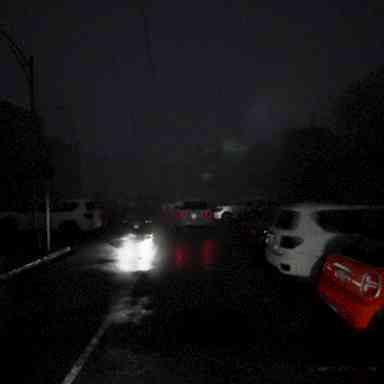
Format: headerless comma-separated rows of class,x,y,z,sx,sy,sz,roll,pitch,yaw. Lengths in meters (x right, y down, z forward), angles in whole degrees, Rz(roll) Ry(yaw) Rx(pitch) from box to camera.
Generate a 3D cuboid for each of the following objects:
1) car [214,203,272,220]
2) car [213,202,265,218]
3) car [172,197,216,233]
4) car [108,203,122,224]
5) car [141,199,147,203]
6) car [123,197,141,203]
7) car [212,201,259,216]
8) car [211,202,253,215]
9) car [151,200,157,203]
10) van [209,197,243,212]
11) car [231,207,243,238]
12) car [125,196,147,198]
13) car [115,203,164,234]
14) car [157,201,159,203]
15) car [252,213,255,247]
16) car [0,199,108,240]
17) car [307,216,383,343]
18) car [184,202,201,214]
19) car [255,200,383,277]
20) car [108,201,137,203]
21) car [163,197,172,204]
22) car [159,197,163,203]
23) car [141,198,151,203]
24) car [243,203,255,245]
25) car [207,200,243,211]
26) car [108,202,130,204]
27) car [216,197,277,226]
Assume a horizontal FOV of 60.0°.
car,4.652,1.767,30.701,5.008,1.535,2.097,0,-1,0
car,4.665,1.794,33.494,4.892,1.521,2.231,0,-1,0
car,0.106,1.423,21.286,2.150,2.045,5.566,0,0,0
car,-7.671,1.741,23.537,4.674,1.452,2.002,0,-1,0
car,-7.677,1.811,35.289,4.892,1.521,2.231,0,-1,0
car,-7.703,1.659,32.478,4.553,1.767,2.185,0,-1,0
car,4.653,1.821,36.412,4.892,1.521,2.231,0,-1,0
car,4.662,1.885,39.081,4.674,1.452,2.002,0,-1,0
car,-7.484,1.863,41.291,5.366,1.575,1.946,0,-1,0
van,4.545,1.665,44.667,4.442,1.987,1.878,0,0,0
car,4.624,1.666,16.734,4.792,1.488,2.163,0,-1,0
car,-7.638,1.763,44.234,4.553,1.767,2.185,0,0,0
car,-3.094,1.688,20.916,2.128,1.511,4.902,0,-1,0
car,-7.673,1.893,47.063,5.008,1.535,2.097,0,0,0
car,4.682,1.614,11.145,4.792,1.488,2.163,0,-1,0
car,-7.704,1.396,17.788,5.566,2.045,2.435,0,-1,0
car,4.620,1.407,5.559,4.553,1.767,2.185,0,-1,0
car,0.111,1.950,41.329,1.994,1.385,4.181,0,-1,0
car,4.680,1.308,8.356,5.566,2.045,2.435,0,-1,0
car,-7.702,1.786,29.538,4.792,1.488,2.163,0,-1,0
car,-5.399,1.597,63.812,1.895,1.301,4.718,-2,3,-29
car,-7.639,1.621,50.007,5.566,2.045,2.435,0,0,0
car,-7.855,1.836,38.352,5.366,1.575,1.946,0,-1,0
car,4.685,1.485,13.940,4.553,1.767,2.185,0,-1,0
car,4.656,1.891,47.474,4.892,1.521,2.231,0,1,0
car,-7.670,1.769,26.599,4.674,1.452,2.002,0,-1,0
car,4.629,1.490,27.909,5.566,2.045,2.435,0,-1,0
